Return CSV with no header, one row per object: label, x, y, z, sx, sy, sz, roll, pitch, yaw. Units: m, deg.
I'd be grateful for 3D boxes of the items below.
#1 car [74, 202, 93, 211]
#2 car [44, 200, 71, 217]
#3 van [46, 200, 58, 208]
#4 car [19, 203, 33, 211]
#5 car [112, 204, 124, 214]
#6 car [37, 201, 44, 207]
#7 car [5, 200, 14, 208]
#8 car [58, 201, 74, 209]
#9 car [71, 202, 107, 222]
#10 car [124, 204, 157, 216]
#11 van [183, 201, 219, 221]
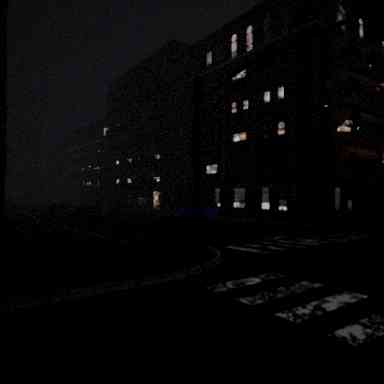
car,-19.266,2.490,58.795,1.752,1.417,4.829,-1,0,-36
car,-16.014,2.091,40.066,1.967,1.590,4.097,-1,0,-36
van,-32.370,2.678,76.965,1.690,1.788,3.998,-1,0,-36
car,-29.111,2.547,58.234,1.752,1.417,4.829,-1,0,-36
car,-9.267,2.247,44.927,1.947,1.339,4.313,-1,0,-36
car,-38.963,3.091,86.115,1.947,1.339,4.313,-1,0,-36
car,-42.414,2.716,76.680,2.192,1.841,5.009,-1,0,-36
car,-25.768,2.589,67.810,1.967,1.590,4.097,-1,0,-36
car,-9.415,1.905,30.912,1.967,1.590,4.097,-1,0,-36
car,-6.068,2.116,40.489,1.752,1.417,4.829,-1,0,-36
van,0.765,1.744,31.298,1.690,1.788,3.998,-1,0,-36
